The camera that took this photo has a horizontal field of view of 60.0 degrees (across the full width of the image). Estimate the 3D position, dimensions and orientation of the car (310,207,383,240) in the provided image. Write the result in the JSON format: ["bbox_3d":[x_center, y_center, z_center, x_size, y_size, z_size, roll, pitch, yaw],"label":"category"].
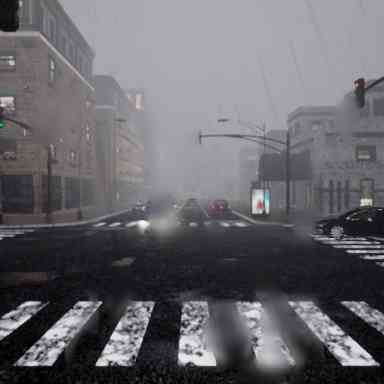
[{"bbox_3d":[8.343,1.505,16.275,4.892,1.490,1.837,0,1,5],"label":"car"}]

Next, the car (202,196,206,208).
[{"bbox_3d":[2.624,1.585,43.194,1.802,1.307,4.206,0,0,0],"label":"car"}]

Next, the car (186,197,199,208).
[{"bbox_3d":[0.032,1.532,48.980,1.812,1.442,4.674,0,0,0],"label":"car"}]

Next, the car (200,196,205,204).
[{"bbox_3d":[2.616,1.557,48.892,2.008,1.369,4.403,0,0,0],"label":"car"}]

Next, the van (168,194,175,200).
[{"bbox_3d":[-5.832,1.404,94.440,1.690,1.788,3.998,-1,0,0],"label":"van"}]

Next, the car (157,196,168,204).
[{"bbox_3d":[-5.789,1.547,65.787,1.752,1.417,4.829,0,0,0],"label":"car"}]

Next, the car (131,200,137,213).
[{"bbox_3d":[-5.748,1.550,37.474,2.008,1.369,4.403,0,0,0],"label":"car"}]

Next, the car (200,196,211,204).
[{"bbox_3d":[2.592,1.573,65.981,2.008,1.369,4.403,-1,0,0],"label":"car"}]

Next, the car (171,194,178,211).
[{"bbox_3d":[-3.158,1.224,40.481,2.150,2.045,5.566,0,0,-1],"label":"car"}]

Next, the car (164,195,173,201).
[{"bbox_3d":[-5.814,1.569,82.876,1.752,1.417,4.829,-1,0,0],"label":"car"}]

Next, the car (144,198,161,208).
[{"bbox_3d":[-5.764,1.557,48.867,2.008,1.369,4.403,0,0,0],"label":"car"}]

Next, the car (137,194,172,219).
[{"bbox_3d":[-3.139,1.348,28.928,2.097,1.767,4.553,0,0,0],"label":"car"}]

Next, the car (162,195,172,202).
[{"bbox_3d":[-5.807,1.476,77.349,1.967,1.590,4.097,0,0,0],"label":"car"}]

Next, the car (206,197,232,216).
[{"bbox_3d":[2.639,1.437,31.801,1.967,1.590,4.097,0,0,0],"label":"car"}]
